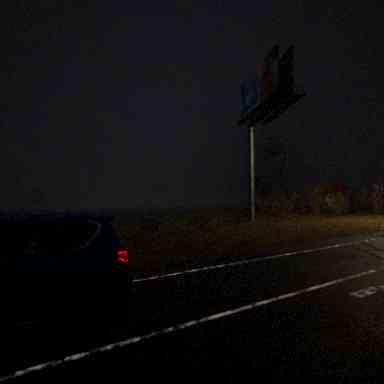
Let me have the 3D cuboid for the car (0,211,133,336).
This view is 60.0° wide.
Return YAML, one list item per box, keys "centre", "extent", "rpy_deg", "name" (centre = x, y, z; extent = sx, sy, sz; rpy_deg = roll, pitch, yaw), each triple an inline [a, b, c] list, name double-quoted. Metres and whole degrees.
- centre: [-3.726, 1.388, 5.456]
  extent: [5.566, 2.045, 2.150]
  rpy_deg: [0, -1, -36]
  name: "car"
